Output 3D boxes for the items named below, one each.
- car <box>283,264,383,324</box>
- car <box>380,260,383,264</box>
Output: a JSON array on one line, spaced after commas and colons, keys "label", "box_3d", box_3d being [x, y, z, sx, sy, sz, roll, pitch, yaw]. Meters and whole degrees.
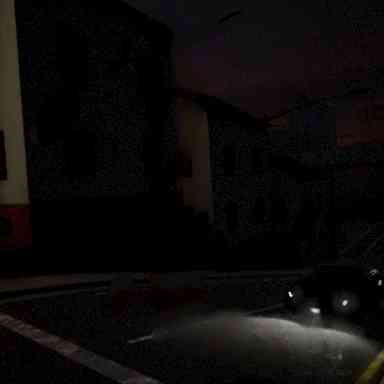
[{"label": "car", "box_3d": [4.730, 3.033, 10.488, 2.033, 1.411, 5.357, -3, -11, 38]}, {"label": "car", "box_3d": [11.878, 4.790, 19.489, 2.097, 1.767, 4.553, -2, -11, 38]}]
